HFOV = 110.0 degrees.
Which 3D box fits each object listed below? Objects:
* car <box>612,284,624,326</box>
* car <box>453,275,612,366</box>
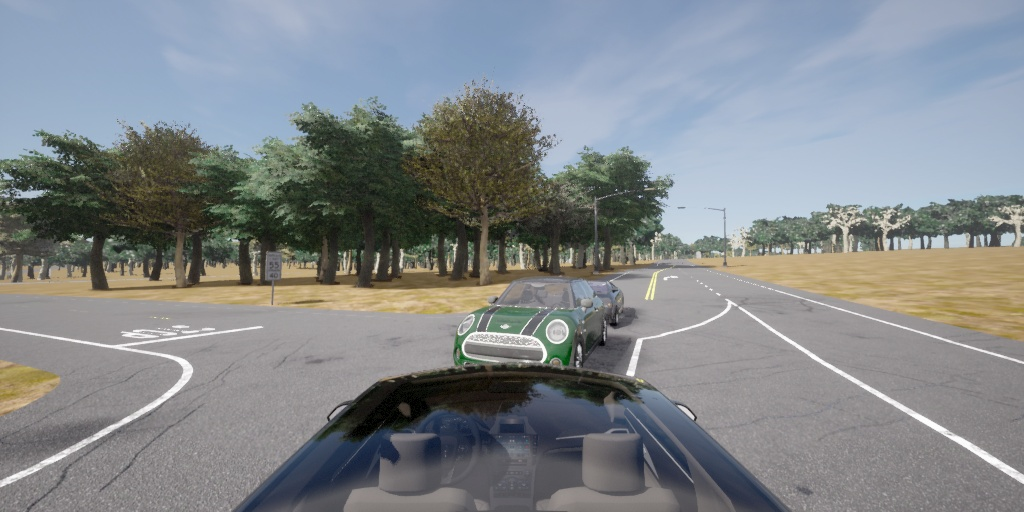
[{"bbox_3d":[2.884,1.555,12.933,1.994,1.385,4.181,-2,0,22],"label":"car"},{"bbox_3d":[0.668,1.223,7.497,2.097,1.767,4.553,-1,-2,22],"label":"car"}]
